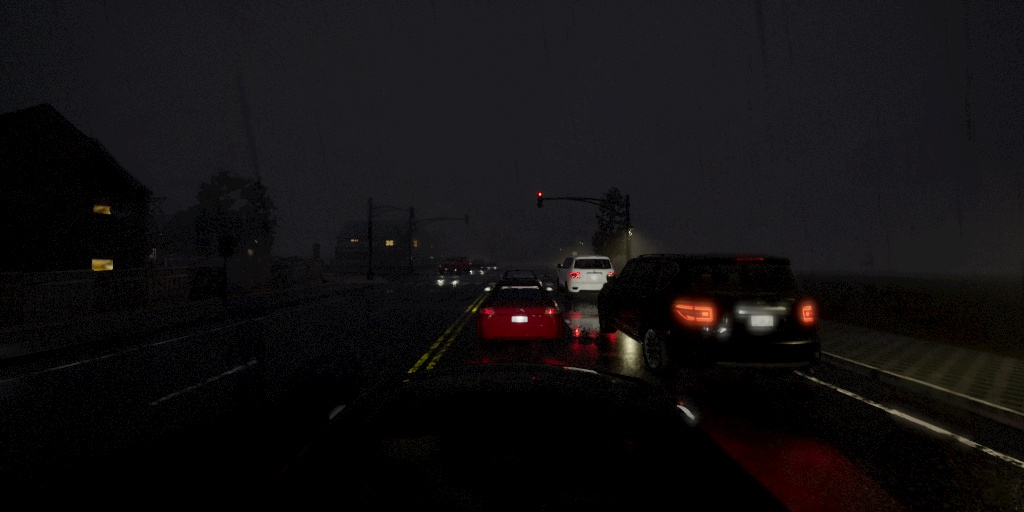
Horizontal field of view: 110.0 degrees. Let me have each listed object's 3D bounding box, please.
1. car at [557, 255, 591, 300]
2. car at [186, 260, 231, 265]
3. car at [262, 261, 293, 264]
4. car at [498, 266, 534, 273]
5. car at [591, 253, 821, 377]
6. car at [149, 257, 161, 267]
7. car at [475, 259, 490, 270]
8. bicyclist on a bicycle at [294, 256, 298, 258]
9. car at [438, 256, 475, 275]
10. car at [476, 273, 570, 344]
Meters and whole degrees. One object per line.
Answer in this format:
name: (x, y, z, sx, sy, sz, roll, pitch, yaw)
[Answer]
car: (3.554, 0.983, 17.896, 2.150, 2.045, 5.566, 0, 0, 1)
car: (-30.411, 0.829, 35.895, 5.357, 1.411, 2.033, 1, -1, 16)
car: (-20.871, 0.940, 33.229, 4.892, 1.490, 1.837, 1, -1, 16)
car: (0.342, 1.364, 18.469, 1.895, 1.301, 4.718, 0, 0, -3)
car: (3.402, 0.974, 7.537, 2.150, 2.045, 5.566, 0, 0, 0)
car: (-40.290, 0.625, 38.664, 4.892, 1.490, 1.837, 1, -1, 16)
car: (-4.987, 1.189, 53.138, 2.097, 1.767, 4.553, 0, 0, 4)
bicyclist on a bicycle: (-24.188, 0.781, 40.246, 0.582, 1.620, 1.656, 1, -1, 16)
car: (-6.309, 1.026, 39.946, 2.150, 2.045, 5.566, 0, 0, 11)
car: (0.177, 1.319, 9.659, 1.994, 1.385, 4.181, 0, 0, 0)
